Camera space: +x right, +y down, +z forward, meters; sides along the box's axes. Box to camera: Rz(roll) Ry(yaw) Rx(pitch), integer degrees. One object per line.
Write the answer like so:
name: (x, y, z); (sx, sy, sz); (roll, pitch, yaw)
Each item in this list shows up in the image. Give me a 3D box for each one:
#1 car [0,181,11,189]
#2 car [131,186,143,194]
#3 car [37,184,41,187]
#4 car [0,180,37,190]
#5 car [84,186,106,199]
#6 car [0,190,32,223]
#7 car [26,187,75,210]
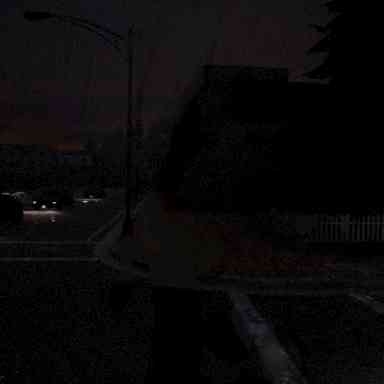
car: (-34.997, -1.276, 59.283); (4.514, 1.523, 2.007); (1, 2, -5)
car: (-9.707, -0.441, 58.680); (1.895, 1.301, 4.718); (1, 2, -5)
car: (-27.643, -1.095, 56.283); (3.806, 1.475, 1.970); (1, 2, -5)
car: (-26.733, -0.957, 49.924); (5.027, 1.636, 2.152); (1, 2, -5)
car: (-11.756, 0.020, 40.742); (2.033, 1.411, 5.357); (1, 2, -5)
car: (-9.474, 0.828, 15.552); (1.812, 1.442, 4.674); (1, 2, -5)
car: (-10.363, 0.527, 25.361); (2.033, 1.411, 5.357); (1, 2, -5)
